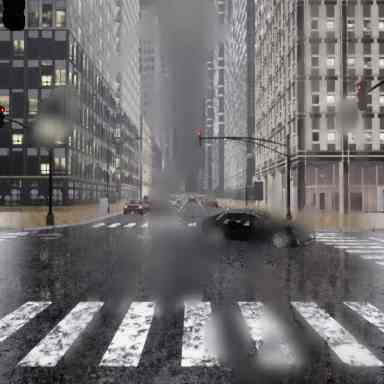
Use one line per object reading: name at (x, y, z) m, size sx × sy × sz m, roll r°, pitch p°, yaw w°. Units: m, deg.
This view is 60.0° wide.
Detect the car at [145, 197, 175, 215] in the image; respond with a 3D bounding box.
car at (-3.113, 1.560, 33.830) m, size 2.033 × 1.411 × 5.357 m, roll 0°, pitch 0°, yaw 0°

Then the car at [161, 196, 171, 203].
car at (-5.704, 1.573, 72.800) m, size 1.887 × 1.381 × 4.507 m, roll 1°, pitch 0°, yaw 0°

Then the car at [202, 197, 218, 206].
car at (2.686, 1.599, 44.989) m, size 1.802 × 1.307 × 4.206 m, roll 1°, pitch 0°, yaw 0°

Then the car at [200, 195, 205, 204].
car at (2.683, 1.547, 56.315) m, size 1.752 × 1.417 × 4.829 m, roll 1°, pitch 0°, yaw 0°

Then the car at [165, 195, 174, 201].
car at (-5.708, 1.578, 83.950) m, size 1.887 × 1.381 × 4.507 m, roll 1°, pitch 0°, yaw 0°

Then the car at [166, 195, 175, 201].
car at (-5.710, 1.587, 89.525) m, size 2.008 × 1.369 × 4.403 m, roll 1°, pitch 0°, yaw 0°

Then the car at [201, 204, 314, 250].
car at (2.712, 1.511, 14.417) m, size 4.892 × 1.490 × 1.837 m, roll 0°, pitch 2°, yaw 35°

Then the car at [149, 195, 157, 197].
car at (-5.689, 1.332, 44.924) m, size 2.192 × 1.841 × 5.009 m, roll 1°, pitch 0°, yaw 0°

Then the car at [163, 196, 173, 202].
car at (-5.706, 1.582, 78.375) m, size 2.008 × 1.369 × 4.403 m, roll 1°, pitch 0°, yaw 0°

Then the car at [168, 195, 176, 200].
car at (-5.713, 1.605, 95.101) m, size 1.947 × 1.339 × 4.313 m, roll 1°, pitch 0°, yaw 0°

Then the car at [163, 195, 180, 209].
car at (-3.110, 1.544, 47.037) m, size 1.812 × 1.442 × 4.674 m, roll 0°, pitch 0°, yaw 0°

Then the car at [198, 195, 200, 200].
car at (2.680, 1.590, 61.722) m, size 1.947 × 1.339 × 4.313 m, roll 1°, pitch 0°, yaw 0°

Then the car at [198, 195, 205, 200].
car at (2.668, 1.584, 95.185) m, size 1.887 × 1.381 × 4.507 m, roll 1°, pitch 0°, yaw 0°

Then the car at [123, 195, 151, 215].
car at (-5.687, 1.453, 33.774) m, size 1.967 × 1.590 × 4.097 m, roll 1°, pitch 0°, yaw 0°

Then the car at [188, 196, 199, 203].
car at (0.057, 1.574, 70.490) m, size 2.033 × 1.411 × 5.357 m, roll 0°, pitch 0°, yaw 0°
